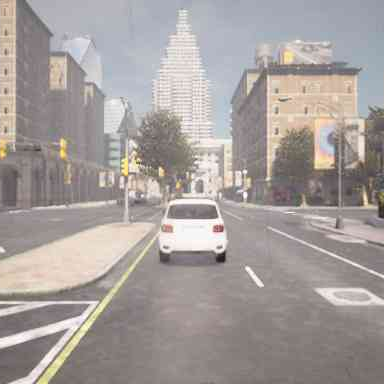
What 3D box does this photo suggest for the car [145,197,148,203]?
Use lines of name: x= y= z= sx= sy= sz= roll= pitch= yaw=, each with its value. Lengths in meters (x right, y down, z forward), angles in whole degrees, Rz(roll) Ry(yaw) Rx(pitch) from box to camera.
car: x=-12.143 y=1.912 z=82.603 sx=1.837 sy=1.490 sz=4.892 roll=0 pitch=0 yaw=0

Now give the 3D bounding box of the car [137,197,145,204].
car: x=-12.060 y=1.955 z=72.026 sx=1.895 sy=1.301 sz=4.718 roll=0 pitch=0 yaw=0

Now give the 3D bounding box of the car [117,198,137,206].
car: x=-12.036 y=1.814 z=61.972 sx=1.837 sy=1.490 sz=4.892 roll=0 pitch=0 yaw=0

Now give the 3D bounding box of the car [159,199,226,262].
car: x=0.007 y=1.284 z=12.569 sx=2.150 sy=2.045 sz=5.566 roll=0 pitch=0 yaw=0

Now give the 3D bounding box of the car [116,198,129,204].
car: x=-15.320 y=1.961 z=73.334 sx=1.895 sy=1.301 sz=4.718 roll=0 pitch=0 yaw=-1

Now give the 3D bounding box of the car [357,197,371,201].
car: x=37.363 y=1.850 z=75.143 sx=2.231 sy=1.521 sz=4.892 roll=0 pitch=0 yaw=-1
